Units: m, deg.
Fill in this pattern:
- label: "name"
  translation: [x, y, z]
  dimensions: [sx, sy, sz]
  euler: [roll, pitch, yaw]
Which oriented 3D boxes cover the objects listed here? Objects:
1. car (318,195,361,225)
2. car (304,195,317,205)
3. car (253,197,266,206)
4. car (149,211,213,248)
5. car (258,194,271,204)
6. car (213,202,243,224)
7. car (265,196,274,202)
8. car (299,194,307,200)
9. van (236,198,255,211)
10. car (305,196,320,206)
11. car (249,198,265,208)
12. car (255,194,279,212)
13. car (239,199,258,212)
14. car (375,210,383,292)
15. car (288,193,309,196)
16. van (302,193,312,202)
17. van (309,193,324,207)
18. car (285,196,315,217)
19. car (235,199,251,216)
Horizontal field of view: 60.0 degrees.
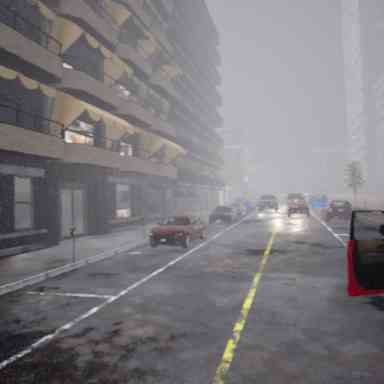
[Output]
- label: "car"
  translation: [10.603, 1.266, 24.249]
  dimensions: [1.967, 1.590, 4.097]
  euler: [-2, 0, 16]
- label: "car"
  translation: [20.072, 1.315, 56.474]
  dimensions: [1.752, 1.417, 4.829]
  euler: [-2, 0, 16]
- label: "car"
  translation: [11.944, 1.674, 58.510]
  dimensions: [1.752, 1.417, 4.829]
  euler: [-2, 0, 16]
- label: "car"
  translation: [-0.566, 1.743, 15.922]
  dimensions: [1.887, 1.381, 4.507]
  euler: [-2, 0, 16]
- label: "car"
  translation: [15.126, 1.453, 69.362]
  dimensions: [2.192, 1.841, 5.009]
  euler: [-2, 0, 16]
- label: "car"
  translation: [2.574, 1.751, 26.609]
  dimensions: [1.947, 1.339, 4.313]
  euler: [-2, 0, 16]
- label: "car"
  translation: [19.841, 1.668, 85.392]
  dimensions: [1.887, 1.381, 4.507]
  euler: [-2, 0, 16]
- label: "car"
  translation: [29.443, 1.304, 88.375]
  dimensions: [1.887, 1.381, 4.507]
  euler: [-2, 0, 16]
- label: "van"
  translation: [5.708, 1.514, 37.299]
  dimensions: [1.690, 1.788, 3.998]
  euler: [-2, 0, 16]
- label: "car"
  translation: [18.456, 1.377, 50.967]
  dimensions: [1.802, 1.307, 4.206]
  euler: [-2, 0, 16]
- label: "car"
  translation: [10.423, 1.705, 53.328]
  dimensions: [2.008, 1.369, 4.403]
  euler: [-2, 0, 16]
- label: "car"
  translation: [9.142, 1.279, 39.675]
  dimensions: [2.150, 2.045, 5.566]
  euler: [-3, -1, 17]
- label: "car"
  translation: [7.235, 1.692, 42.479]
  dimensions: [1.752, 1.417, 4.829]
  euler: [-2, 0, 16]
- label: "car"
  translation: [4.502, 1.085, 4.608]
  dimensions: [2.150, 2.045, 5.566]
  euler: [-3, -1, 16]
- label: "car"
  translation: [12.419, 1.148, 40.029]
  dimensions: [2.150, 2.045, 5.566]
  euler: [-3, 0, 16]
- label: "van"
  translation: [23.159, 1.120, 67.002]
  dimensions: [1.690, 1.788, 3.998]
  euler: [-2, 0, 16]
- label: "van"
  translation: [15.310, 1.149, 40.282]
  dimensions: [1.690, 1.788, 3.998]
  euler: [-2, 0, 16]
- label: "car"
  translation: [9.567, 1.423, 30.038]
  dimensions: [2.128, 1.511, 4.902]
  euler: [-3, -1, 17]
- label: "car"
  translation: [4.143, 1.729, 31.953]
  dimensions: [2.008, 1.369, 4.403]
  euler: [-2, 0, 16]
